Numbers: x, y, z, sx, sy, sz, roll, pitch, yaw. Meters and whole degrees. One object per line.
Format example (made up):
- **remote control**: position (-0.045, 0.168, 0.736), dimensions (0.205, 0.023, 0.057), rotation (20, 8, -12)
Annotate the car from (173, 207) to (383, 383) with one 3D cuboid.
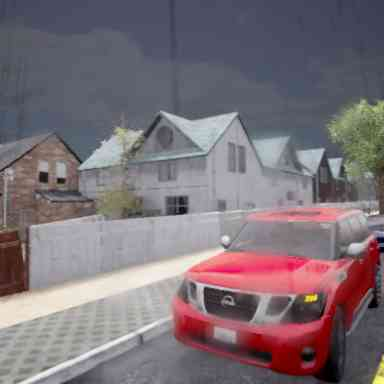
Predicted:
- **car**: position (2.012, 1.354, 6.156), dimensions (2.150, 2.045, 5.566), rotation (-2, -2, 36)
